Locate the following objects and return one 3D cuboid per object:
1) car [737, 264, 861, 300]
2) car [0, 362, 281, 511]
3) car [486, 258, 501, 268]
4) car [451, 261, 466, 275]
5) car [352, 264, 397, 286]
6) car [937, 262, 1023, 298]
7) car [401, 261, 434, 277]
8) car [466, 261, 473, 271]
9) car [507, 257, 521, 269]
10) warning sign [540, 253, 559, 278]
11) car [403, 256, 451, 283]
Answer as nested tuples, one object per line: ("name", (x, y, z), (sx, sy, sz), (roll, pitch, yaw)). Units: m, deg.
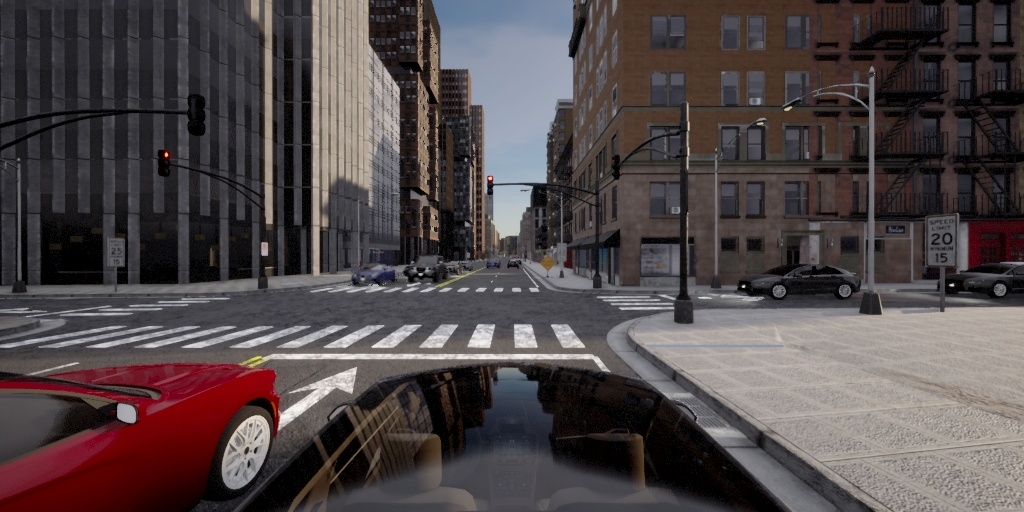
("car", (12.904, 1.116, 16.278), (4.892, 1.490, 1.837), (0, 0, -1))
("car", (-3.153, 1.228, 1.421), (1.882, 1.535, 5.008), (0, 0, 0))
("car", (-3.068, 1.119, 59.494), (2.097, 1.767, 4.553), (0, 0, 1))
("car", (-6.518, 1.263, 38.901), (1.837, 1.490, 4.892), (0, 0, 0))
("car", (-9.799, 1.278, 25.883), (1.812, 1.442, 4.674), (0, 0, 0))
("car", (22.301, 1.049, 16.197), (4.892, 1.490, 1.837), (0, 0, 0))
("car", (-9.775, 1.304, 37.435), (2.033, 1.411, 5.357), (0, 0, 0))
("car", (-6.485, 1.326, 49.347), (1.994, 1.385, 4.181), (0, 0, 0))
("car", (0.175, 1.271, 58.745), (1.837, 1.490, 4.892), (0, 0, 0))
("warning sign", (2.909, 0.869, 29.142), (1.300, 1.860, 1.060), (0, 0, 0))
("car", (-6.549, 0.977, 28.284), (2.150, 2.045, 5.566), (0, 0, -1))
